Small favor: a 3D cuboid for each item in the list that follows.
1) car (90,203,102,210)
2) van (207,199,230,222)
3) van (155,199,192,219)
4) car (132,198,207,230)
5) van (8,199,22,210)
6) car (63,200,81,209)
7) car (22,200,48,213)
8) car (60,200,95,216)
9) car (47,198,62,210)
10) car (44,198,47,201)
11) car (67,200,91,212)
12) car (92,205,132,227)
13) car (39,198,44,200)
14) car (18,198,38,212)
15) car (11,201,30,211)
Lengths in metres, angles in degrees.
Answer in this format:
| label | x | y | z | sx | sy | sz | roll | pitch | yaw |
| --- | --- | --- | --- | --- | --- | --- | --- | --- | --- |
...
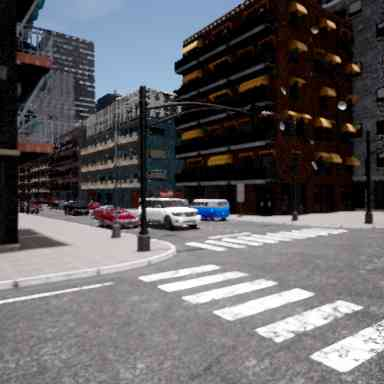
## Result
| label | x | y | z | sx | sy | sz | roll | pitch | yaw |
| --- | --- | --- | --- | --- | --- | --- | --- | --- | --- |
| car | -7.535 | 1.926 | 30.994 | 1.895 | 1.301 | 4.718 | -1 | 0 | -36 |
| van | 1.448 | 1.523 | 28.525 | 1.690 | 1.788 | 3.998 | -2 | 0 | -36 |
| van | -1.868 | 1.596 | 33.040 | 1.690 | 1.788 | 3.998 | -2 | 0 | -36 |
| car | -1.716 | 1.417 | 23.067 | 2.150 | 2.045 | 5.566 | -1 | 0 | -36 |
| van | -31.821 | 2.184 | 59.727 | 1.690 | 1.788 | 3.998 | -1 | 0 | -36 |
| car | -21.857 | 2.227 | 60.268 | 1.752 | 1.417 | 4.829 | -2 | 0 | -36 |
| car | -21.868 | 2.202 | 46.183 | 1.802 | 1.307 | 4.206 | -1 | 0 | -36 |
| car | -13.618 | 1.939 | 39.309 | 1.882 | 1.535 | 5.008 | -1 | 0 | -36 |
| car | -22.689 | 2.185 | 56.873 | 2.128 | 1.511 | 4.902 | -1 | 0 | -36 |
| car | -28.393 | 2.163 | 69.160 | 2.192 | 1.841 | 5.009 | -2 | 0 | -36 |
| car | -16.676 | 2.038 | 48.776 | 1.882 | 1.535 | 5.008 | -1 | 0 | -36 |
| car | -5.290 | 1.832 | 23.608 | 1.802 | 1.307 | 4.206 | -1 | 0 | -36 |
| car | -35.024 | 2.312 | 78.190 | 2.192 | 1.841 | 5.009 | -2 | 0 | -36 |
| car | -25.187 | 2.134 | 50.697 | 1.967 | 1.590 | 4.097 | -1 | 0 | -36 |
| car | -28.500 | 2.319 | 55.213 | 2.008 | 1.369 | 4.403 | -1 | 0 | -36 |
